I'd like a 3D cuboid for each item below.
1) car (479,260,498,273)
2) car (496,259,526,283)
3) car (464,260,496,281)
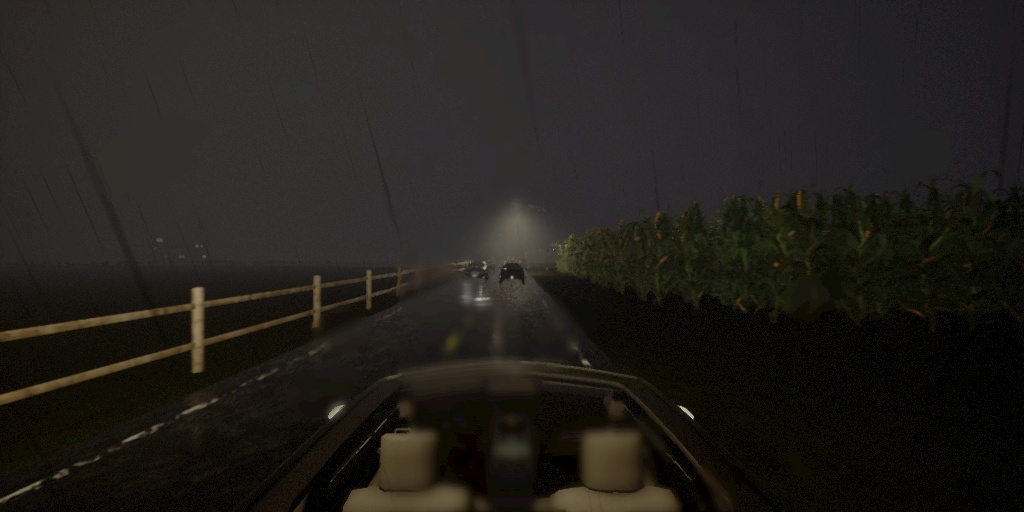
[{"bbox_3d":[-2.748,1.210,42.945,1.837,1.490,4.892,0,0,0],"label":"car"},{"bbox_3d":[0.028,1.229,27.421,1.837,1.490,4.892,0,1,1],"label":"car"},{"bbox_3d":[-2.751,1.213,29.235,2.128,1.511,4.902,0,0,0],"label":"car"}]
